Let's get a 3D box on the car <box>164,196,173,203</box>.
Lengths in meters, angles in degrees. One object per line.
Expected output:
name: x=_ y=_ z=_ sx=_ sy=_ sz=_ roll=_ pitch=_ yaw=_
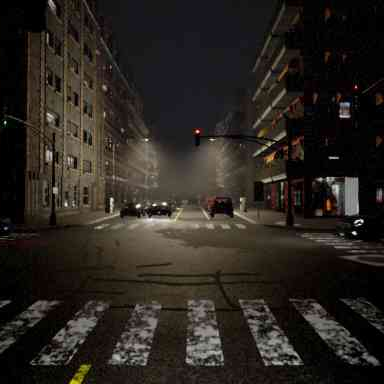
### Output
car: x=-5.235 y=1.671 z=74.487 sx=1.752 sy=1.417 sz=4.829 roll=1 pitch=0 yaw=0

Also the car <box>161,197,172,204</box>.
car: x=-5.240 y=1.667 z=69.095 sx=2.008 sy=1.369 sz=4.403 roll=1 pitch=0 yaw=0

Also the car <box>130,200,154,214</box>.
car: x=-5.267 y=1.581 z=35.724 sx=1.947 sy=1.339 sz=4.313 roll=1 pitch=0 yaw=0

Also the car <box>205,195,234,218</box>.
car: x=2.612 y=1.326 z=30.201 sx=2.192 sy=1.841 sz=5.009 roll=1 pitch=0 yaw=0

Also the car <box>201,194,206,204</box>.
car: x=2.621 y=1.336 z=41.326 sx=2.192 sy=1.841 sz=5.009 roll=1 pitch=0 yaw=0

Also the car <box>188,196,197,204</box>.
car: x=0.135 y=1.600 z=70.384 sx=1.882 sy=1.535 sz=5.008 roll=0 pitch=0 yaw=0

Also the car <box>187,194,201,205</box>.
car: x=0.159 y=1.550 z=59.945 sx=1.882 sy=1.535 sz=5.008 roll=0 pitch=0 yaw=0

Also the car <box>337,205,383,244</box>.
car: x=9.170 y=1.362 z=15.344 sx=4.553 sy=1.767 sz=2.097 roll=0 pitch=-1 yaw=0

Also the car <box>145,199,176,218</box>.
car: x=-2.812 y=1.575 z=30.428 sx=1.994 sy=1.385 sz=4.181 roll=0 pitch=0 yaw=0

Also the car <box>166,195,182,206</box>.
car: x=-2.734 y=1.601 z=49.242 sx=1.994 sy=1.385 sz=4.181 roll=0 pitch=0 yaw=1

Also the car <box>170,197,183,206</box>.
car: x=-2.695 y=1.619 z=59.603 sx=2.033 sy=1.411 sz=5.357 roll=0 pitch=0 yaw=0

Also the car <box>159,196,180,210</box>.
car: x=-2.796 y=1.523 z=39.308 sx=1.837 sy=1.490 sz=4.892 roll=0 pitch=0 yaw=0

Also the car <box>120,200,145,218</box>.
car: x=-5.272 y=1.577 z=30.162 sx=1.947 sy=1.339 sz=4.313 roll=1 pitch=0 yaw=0

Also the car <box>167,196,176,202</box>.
car: x=-5.226 y=1.764 z=85.786 sx=2.008 sy=1.369 sz=4.403 roll=1 pitch=0 yaw=0

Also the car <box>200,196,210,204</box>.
car: x=2.641 y=1.556 z=69.124 sx=1.967 sy=1.590 sz=4.097 roll=1 pitch=0 yaw=0

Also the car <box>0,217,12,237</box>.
car: x=-11.063 y=1.546 z=15.400 sx=5.008 sy=1.535 sz=1.882 roll=0 pitch=-1 yaw=0

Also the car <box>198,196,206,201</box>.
car: x=2.659 y=1.813 z=91.375 sx=1.947 sy=1.339 sz=4.313 roll=1 pitch=0 yaw=0

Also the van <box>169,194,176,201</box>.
van: x=-5.217 y=1.589 z=91.351 sx=1.690 sy=1.788 sz=3.998 roll=1 pitch=0 yaw=0
